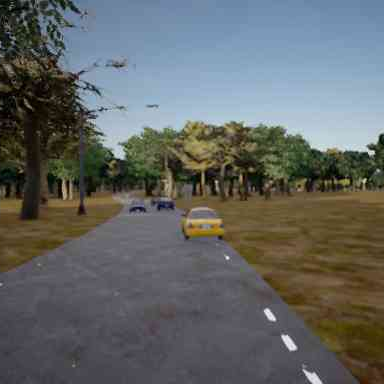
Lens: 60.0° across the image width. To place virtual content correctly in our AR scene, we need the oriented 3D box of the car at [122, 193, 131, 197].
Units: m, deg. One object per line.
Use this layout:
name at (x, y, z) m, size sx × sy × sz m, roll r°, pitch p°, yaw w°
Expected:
car at (-15.237, 0.913, 77.334) m, size 1.812 × 1.442 × 4.674 m, roll 0°, pitch 1°, yaw -17°

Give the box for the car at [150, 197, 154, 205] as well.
car at (-5.535, 1.424, 52.973) m, size 1.895 × 1.301 × 4.718 m, roll 0°, pitch 0°, yaw -13°

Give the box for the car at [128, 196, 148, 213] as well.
car at (-5.823, 1.471, 35.967) m, size 2.033 × 1.411 × 5.357 m, roll 0°, pitch 0°, yaw -8°

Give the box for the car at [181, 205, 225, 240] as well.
car at (0.447, 1.423, 16.682) m, size 1.801 × 1.575 × 5.366 m, roll 0°, pitch 0°, yaw -4°

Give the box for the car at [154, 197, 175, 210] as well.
car at (-3.244, 1.370, 40.180) m, size 1.882 × 1.535 × 5.008 m, roll 0°, pitch 0°, yaw -9°
